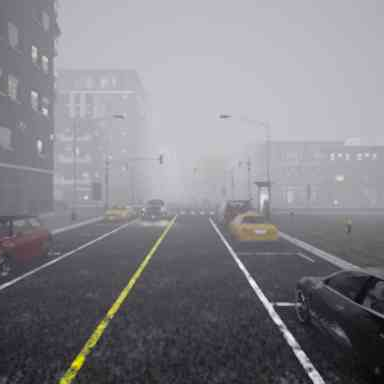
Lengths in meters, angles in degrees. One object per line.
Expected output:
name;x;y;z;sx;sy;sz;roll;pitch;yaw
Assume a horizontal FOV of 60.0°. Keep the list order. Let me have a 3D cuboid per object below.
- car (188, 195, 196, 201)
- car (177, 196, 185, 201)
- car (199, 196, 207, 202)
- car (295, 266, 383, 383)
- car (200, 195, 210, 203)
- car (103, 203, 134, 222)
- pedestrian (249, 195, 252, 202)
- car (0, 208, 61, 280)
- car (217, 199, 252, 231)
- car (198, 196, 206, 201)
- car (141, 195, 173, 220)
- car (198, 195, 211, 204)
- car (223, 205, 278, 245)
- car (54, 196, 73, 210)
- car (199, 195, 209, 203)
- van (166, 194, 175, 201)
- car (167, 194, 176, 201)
car;0.017;1.658;89.361;1.994;1.385;4.181;0;0;0
car;-2.983;1.722;89.762;1.895;1.301;4.718;0;0;0
car;2.705;1.689;81.353;1.802;1.307;4.206;0;0;0
car;2.691;1.569;4.152;1.947;1.339;4.313;0;0;0
car;2.703;1.521;69.960;1.967;1.590;4.097;0;0;0
car;-5.686;1.541;26.144;1.752;1.417;4.829;0;0;0
pedestrian;6.142;1.163;35.315;0.375;1.860;0.375;0;0;0
car;-5.688;1.446;9.694;1.967;1.590;4.097;0;0;0
car;2.695;1.328;20.772;2.192;1.841;5.009;0;0;0
car;2.707;1.690;92.746;2.008;1.369;4.403;0;0;0
car;-3.041;1.369;28.491;2.097;1.767;4.553;0;0;1
car;2.702;1.619;64.262;2.008;1.369;4.403;0;0;0
car;2.693;1.535;15.402;1.752;1.417;4.829;0;0;0
car;-17.265;1.289;40.549;5.009;1.841;2.192;0;0;0
car;2.704;1.534;75.656;1.967;1.590;4.097;0;0;0
van;-5.676;1.449;81.356;1.690;1.788;3.998;0;0;0
car;-5.674;1.454;92.750;2.192;1.841;5.009;0;0;0
